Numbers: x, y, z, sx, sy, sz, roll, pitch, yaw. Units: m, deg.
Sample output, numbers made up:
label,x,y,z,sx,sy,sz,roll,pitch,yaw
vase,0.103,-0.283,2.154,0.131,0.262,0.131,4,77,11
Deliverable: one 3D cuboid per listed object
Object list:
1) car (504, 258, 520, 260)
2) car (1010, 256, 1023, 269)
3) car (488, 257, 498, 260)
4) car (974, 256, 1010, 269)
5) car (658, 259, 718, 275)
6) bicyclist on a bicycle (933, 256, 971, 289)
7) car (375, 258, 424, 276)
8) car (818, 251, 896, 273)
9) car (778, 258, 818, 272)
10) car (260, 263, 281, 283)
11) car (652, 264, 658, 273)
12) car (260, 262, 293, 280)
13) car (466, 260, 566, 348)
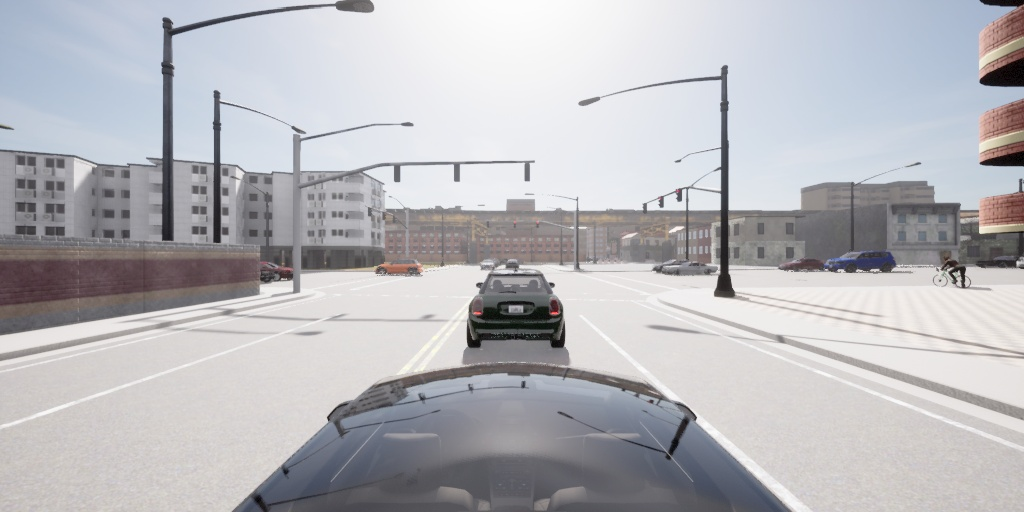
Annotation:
label,x,y,z,sx,sy,sz,roll,pitch,yaw
car,0.082,1.251,53.012,1.837,1.490,4.892,0,0,1
car,52.178,0.361,34.282,5.566,2.045,2.150,-1,0,1
car,-3.525,1.272,52.862,1.812,1.442,4.674,0,0,0
car,52.135,0.636,37.784,4.718,1.301,1.895,-1,0,1
car,17.338,1.216,35.125,4.718,1.301,1.895,-1,0,1
bicyclist on a bicycle,22.671,0.843,18.515,0.582,1.620,1.656,-1,0,1
car,-11.393,1.092,36.339,4.553,1.767,2.097,0,0,2
car,33.716,0.578,34.775,5.566,2.045,2.150,-1,0,1
car,31.152,0.933,38.330,4.674,1.442,1.812,-2,0,0
car,-19.819,1.349,25.851,4.718,1.301,1.895,0,0,1
car,17.619,1.107,38.617,4.902,1.511,2.128,-1,0,1
car,-20.270,1.226,29.320,5.008,1.535,1.882,0,0,1
car,0.092,1.102,9.425,2.097,1.767,4.553,0,0,0
